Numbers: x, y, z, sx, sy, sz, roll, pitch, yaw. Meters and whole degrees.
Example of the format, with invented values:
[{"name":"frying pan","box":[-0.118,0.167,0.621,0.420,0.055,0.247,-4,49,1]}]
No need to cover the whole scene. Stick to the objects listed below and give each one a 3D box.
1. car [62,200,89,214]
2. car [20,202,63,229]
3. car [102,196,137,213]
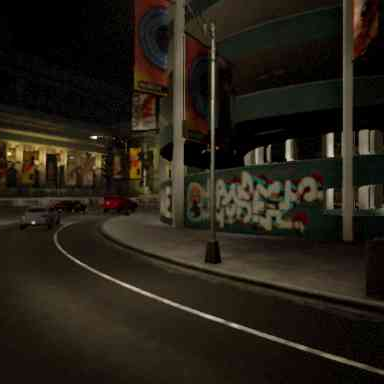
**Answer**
[{"name":"car","box":[-13.440,1.698,37.542,1.837,1.490,4.892,0,-1,12]},{"name":"car","box":[-10.122,1.631,22.344,1.812,1.442,4.674,0,0,-14]},{"name":"car","box":[-8.838,1.462,41.041,2.150,2.045,5.566,0,-1,19]}]
